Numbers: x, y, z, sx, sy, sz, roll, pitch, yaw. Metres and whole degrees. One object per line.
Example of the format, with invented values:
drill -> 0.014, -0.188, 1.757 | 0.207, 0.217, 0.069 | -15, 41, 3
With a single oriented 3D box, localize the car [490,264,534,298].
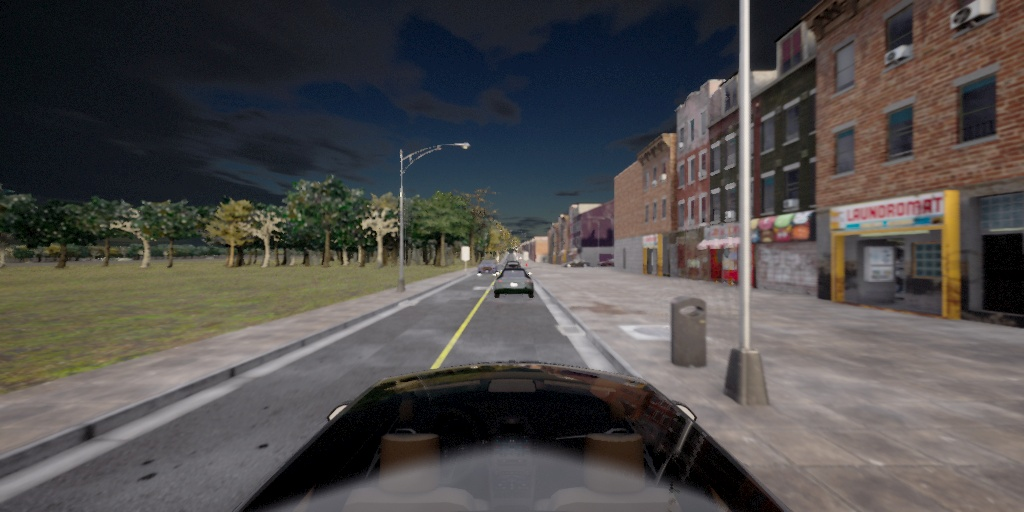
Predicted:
car -> 0.096, 1.317, 18.716 | 1.994, 1.385, 4.181 | 0, 0, 0

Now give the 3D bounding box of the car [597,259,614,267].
car -> 15.968, 1.082, 58.145 | 4.207, 1.307, 1.802 | 0, 0, 0

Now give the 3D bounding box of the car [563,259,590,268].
car -> 10.437, 1.170, 58.147 | 4.403, 1.370, 2.007 | 0, 0, 0

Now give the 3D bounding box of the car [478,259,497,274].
car -> -2.781, 1.135, 42.018 | 2.097, 1.767, 4.553 | 0, 0, 1

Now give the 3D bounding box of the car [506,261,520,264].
car -> 0.093, 1.275, 38.245 | 1.837, 1.490, 4.892 | 0, 0, 0
